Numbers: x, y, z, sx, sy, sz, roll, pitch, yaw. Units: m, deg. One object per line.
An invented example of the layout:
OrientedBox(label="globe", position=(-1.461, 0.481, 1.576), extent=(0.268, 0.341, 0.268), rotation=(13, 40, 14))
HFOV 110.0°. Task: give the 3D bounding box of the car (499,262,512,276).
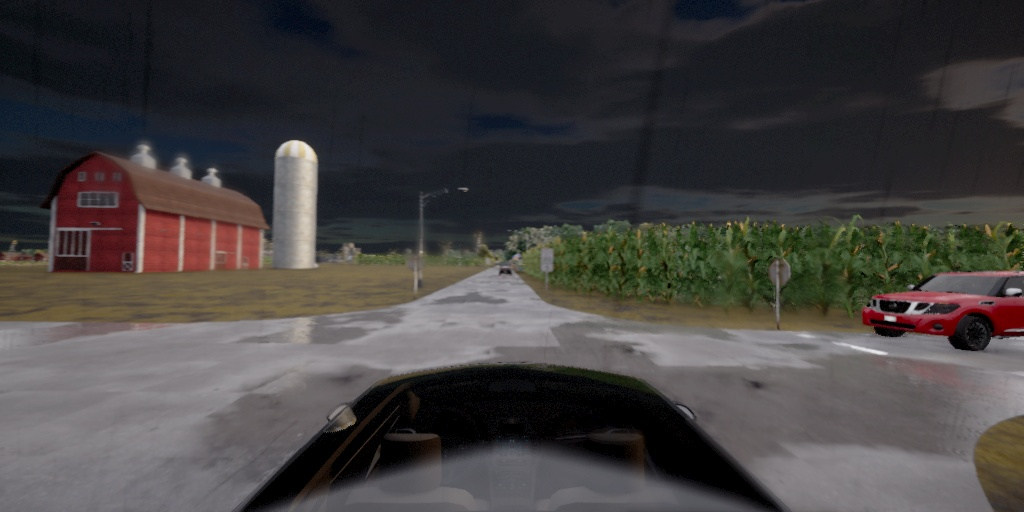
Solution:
OrientedBox(label="car", position=(-0.983, 2.131, 53.687), extent=(1.882, 1.535, 5.008), rotation=(0, -1, -1))

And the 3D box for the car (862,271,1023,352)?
OrientedBox(label="car", position=(13.164, 1.418, 9.989), extent=(5.566, 2.045, 2.150), rotation=(1, -2, -2))
